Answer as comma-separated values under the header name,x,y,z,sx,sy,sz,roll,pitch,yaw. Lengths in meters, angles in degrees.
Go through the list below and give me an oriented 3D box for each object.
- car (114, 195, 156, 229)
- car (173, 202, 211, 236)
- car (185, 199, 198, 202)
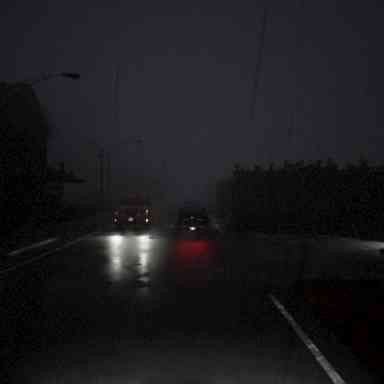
name,x,y,z,sx,sy,sz,roll,pitch,yaw
car,-3.622,1.216,21.940,2.150,2.045,5.566,0,0,-2
car,0.023,1.500,18.497,1.837,1.490,4.892,0,0,0
car,-0.101,1.590,46.542,1.895,1.301,4.718,0,0,0
